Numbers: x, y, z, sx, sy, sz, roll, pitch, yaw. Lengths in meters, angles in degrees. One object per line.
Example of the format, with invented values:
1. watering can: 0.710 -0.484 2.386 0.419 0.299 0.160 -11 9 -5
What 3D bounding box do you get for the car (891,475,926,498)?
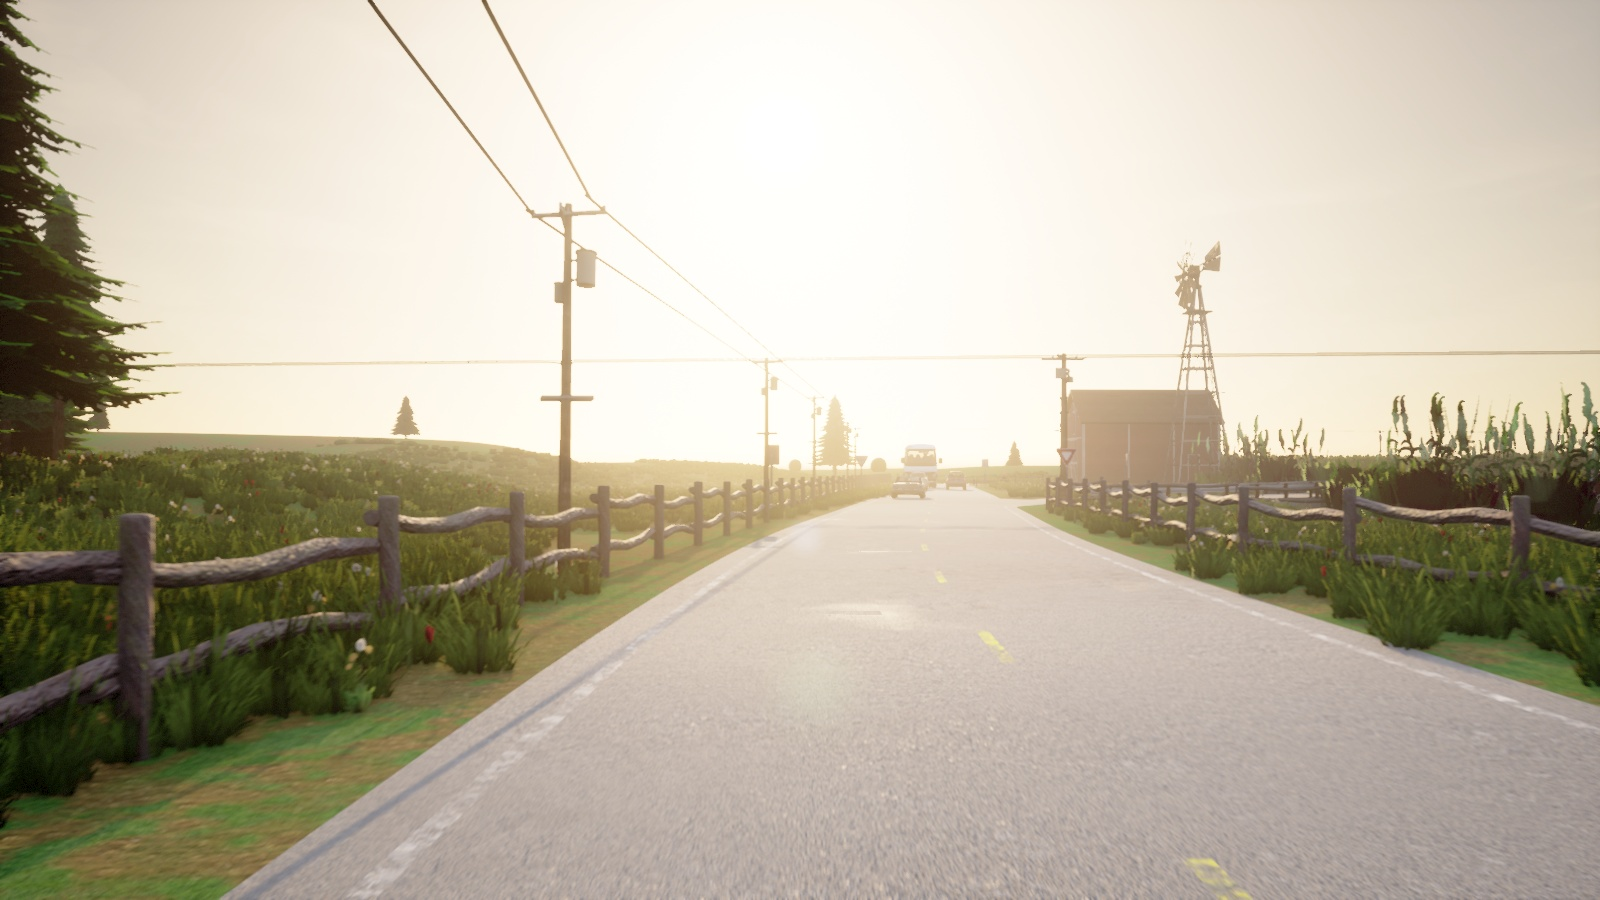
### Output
1. car: 6.365 2.116 73.218 1.895 1.301 4.718 0 -1 7
